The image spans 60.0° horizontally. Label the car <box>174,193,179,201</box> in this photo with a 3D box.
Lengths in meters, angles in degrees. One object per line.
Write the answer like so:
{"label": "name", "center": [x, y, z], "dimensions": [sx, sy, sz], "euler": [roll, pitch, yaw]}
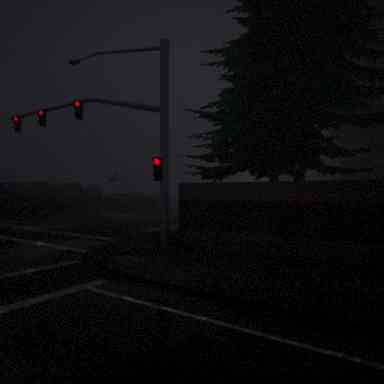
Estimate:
{"label": "car", "center": [-4.730, 1.308, 74.197], "dimensions": [3.806, 1.475, 1.970], "euler": [0, 0, 35]}

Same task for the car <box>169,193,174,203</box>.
{"label": "car", "center": [-6.411, 1.276, 71.841], "dimensions": [3.905, 1.438, 1.784], "euler": [0, 0, 35]}

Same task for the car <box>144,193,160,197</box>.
{"label": "car", "center": [-7.928, 1.066, 69.626], "dimensions": [4.605, 1.855, 1.932], "euler": [0, 0, 35]}
